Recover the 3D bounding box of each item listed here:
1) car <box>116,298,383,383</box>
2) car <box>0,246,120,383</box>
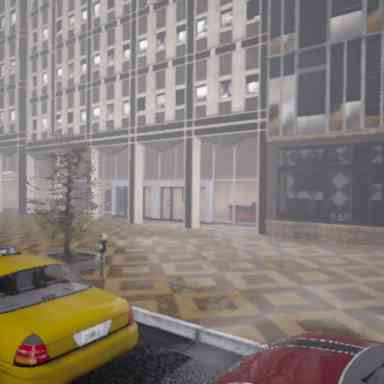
[{"bbox_3d":[1.808,1.443,1.575,4.097,1.590,1.967,0,1,35],"label":"car"},{"bbox_3d":[-2.959,1.495,4.971,4.829,1.417,1.752,0,1,35],"label":"car"}]
